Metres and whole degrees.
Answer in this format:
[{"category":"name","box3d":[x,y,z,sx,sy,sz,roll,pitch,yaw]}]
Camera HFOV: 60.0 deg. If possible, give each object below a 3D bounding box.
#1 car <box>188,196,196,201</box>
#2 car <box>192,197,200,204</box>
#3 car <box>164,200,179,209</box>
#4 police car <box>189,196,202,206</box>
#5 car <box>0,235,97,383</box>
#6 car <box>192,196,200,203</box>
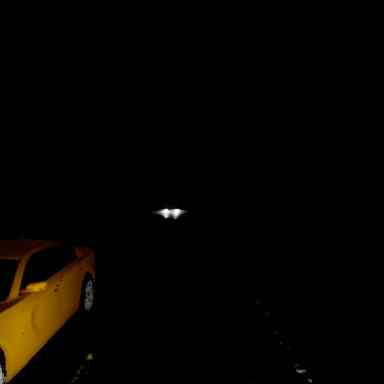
[{"category":"car","box3d":[0.018,1.779,94.719,2.128,1.511,4.902,0,0,0]},{"category":"car","box3d":[0.839,1.769,71.055,1.812,1.442,4.674,0,0,0]},{"category":"car","box3d":[-2.825,1.739,46.846,1.895,1.301,4.718,0,0,0]},{"category":"police car","box3d":[0.837,1.623,61.165,1.930,1.638,5.238,0,0,0]},{"category":"car","box3d":[-2.850,1.489,4.753,1.882,1.535,5.008,0,0,0]},{"category":"car","box3d":[0.840,1.777,77.055,1.837,1.490,4.892,0,0,0]}]
